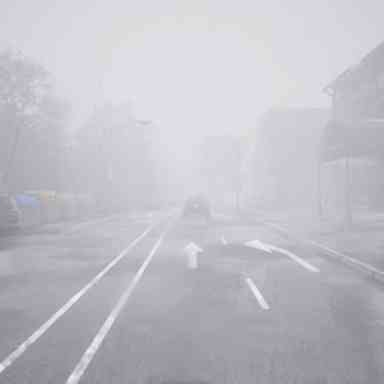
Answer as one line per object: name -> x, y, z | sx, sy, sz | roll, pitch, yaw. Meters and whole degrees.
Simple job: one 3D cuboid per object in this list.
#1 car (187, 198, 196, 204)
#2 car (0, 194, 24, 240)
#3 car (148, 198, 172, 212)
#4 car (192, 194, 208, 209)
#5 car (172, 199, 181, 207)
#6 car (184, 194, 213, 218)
car -> -0.125, 2.396, 92.487 | 2.002, 1.452, 4.674 | -2, 1, 6
car -> -9.467, 1.131, 12.555 | 5.566, 2.045, 2.435 | -1, 1, -20
car -> -3.649, 1.436, 36.781 | 1.837, 1.490, 4.892 | 0, -1, 2
car -> 1.120, 1.326, 46.652 | 2.150, 2.045, 5.566 | 0, -1, 1
car -> -2.974, 1.820, 55.186 | 1.994, 1.385, 4.181 | 0, -1, 3
car -> 0.459, 1.157, 28.065 | 2.097, 1.767, 4.553 | 0, 0, 3
